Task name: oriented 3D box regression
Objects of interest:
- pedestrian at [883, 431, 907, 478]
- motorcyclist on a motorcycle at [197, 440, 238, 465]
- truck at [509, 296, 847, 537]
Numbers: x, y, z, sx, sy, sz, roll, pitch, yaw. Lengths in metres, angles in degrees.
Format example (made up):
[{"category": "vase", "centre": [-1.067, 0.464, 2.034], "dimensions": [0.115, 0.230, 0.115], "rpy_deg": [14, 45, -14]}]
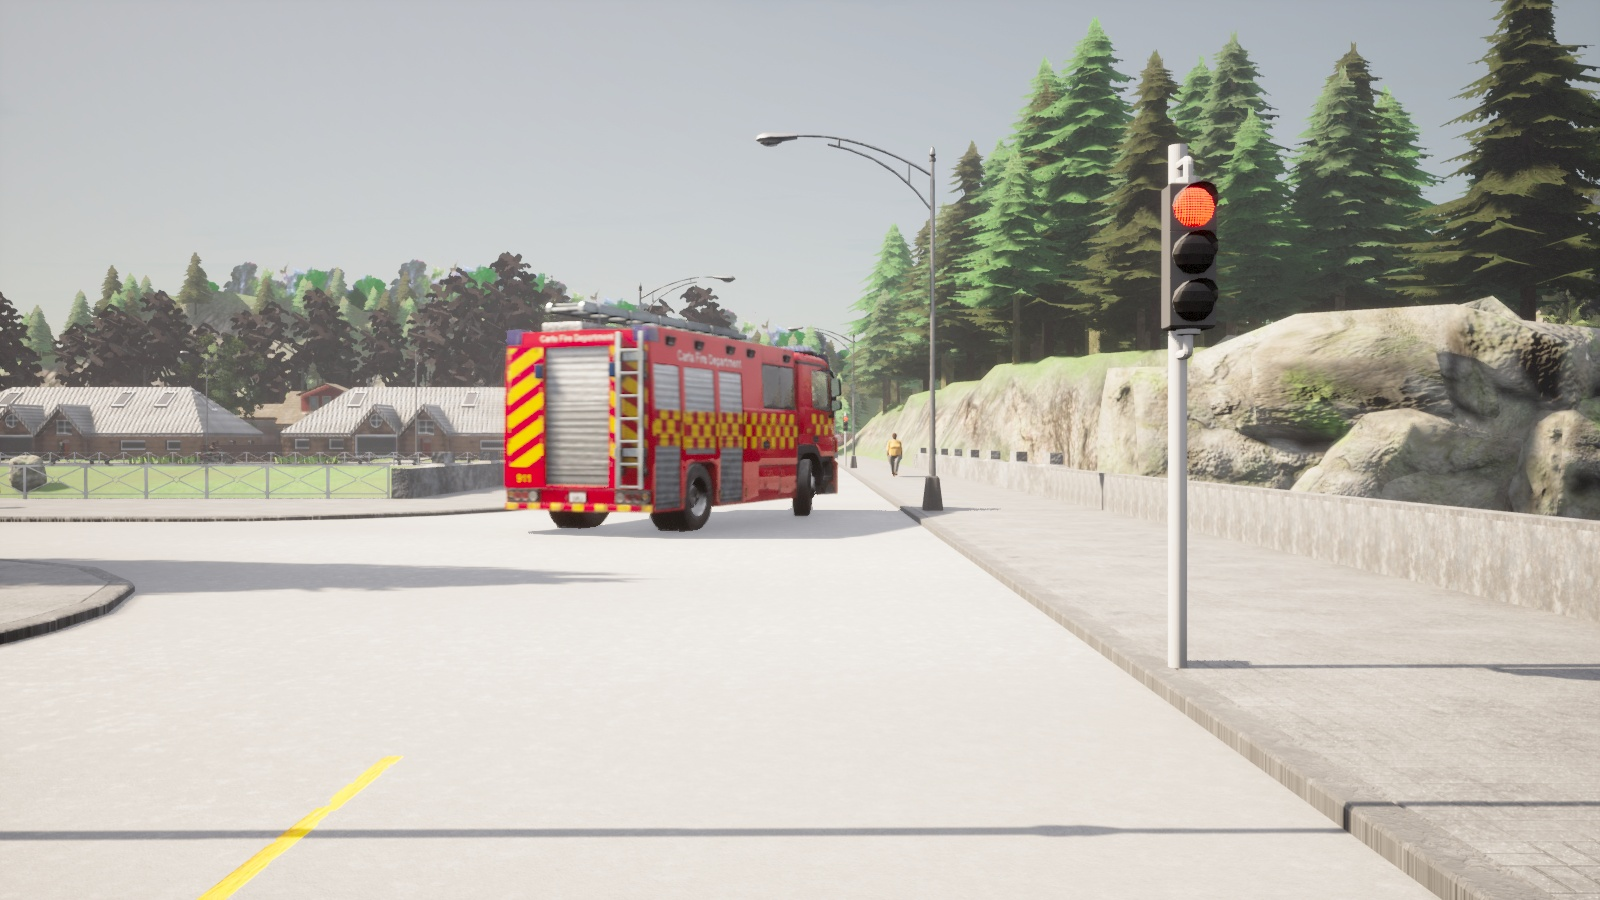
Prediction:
[{"category": "pedestrian", "centre": [3.832, 0.174, 50.640], "dimensions": [0.874, 1.855, 0.900], "rpy_deg": [0, 0, 0]}, {"category": "motorcyclist on a motorcycle", "centre": [-38.742, 0.194, 83.570], "dimensions": [2.350, 1.649, 0.766], "rpy_deg": [0, 0, 0]}, {"category": "truck", "centre": [-1.925, -0.557, 24.371], "dimensions": [2.891, 3.827, 8.468], "rpy_deg": [0, 0, 22]}]
